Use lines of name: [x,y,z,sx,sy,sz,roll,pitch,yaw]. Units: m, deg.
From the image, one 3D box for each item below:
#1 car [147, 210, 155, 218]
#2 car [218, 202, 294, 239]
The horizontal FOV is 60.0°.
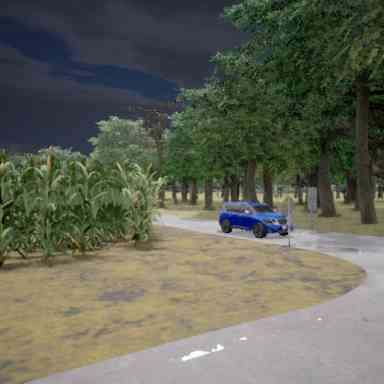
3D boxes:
car: [-6.187,2.369,39.103,2.033,1.411,5.357,-1,0,-29]
car: [3.851,1.682,21.104,2.150,2.045,5.566,-1,0,-29]
